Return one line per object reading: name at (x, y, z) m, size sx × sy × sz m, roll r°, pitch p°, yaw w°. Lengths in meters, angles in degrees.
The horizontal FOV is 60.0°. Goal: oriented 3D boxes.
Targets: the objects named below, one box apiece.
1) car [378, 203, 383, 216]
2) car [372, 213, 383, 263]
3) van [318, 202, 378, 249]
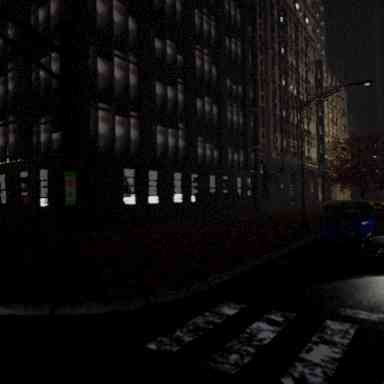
car at (13.013, 1.466, 23.398) m, size 1.752 × 1.417 × 4.829 m, roll -1°, pitch -1°, yaw 35°
car at (7.425, 1.488, 10.801) m, size 2.033 × 1.411 × 5.357 m, roll -2°, pitch -1°, yaw 35°
van at (6.719, 1.338, 14.354) m, size 1.690 × 1.788 × 3.998 m, roll -1°, pitch -1°, yaw 35°
